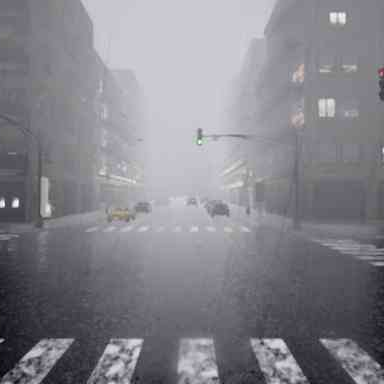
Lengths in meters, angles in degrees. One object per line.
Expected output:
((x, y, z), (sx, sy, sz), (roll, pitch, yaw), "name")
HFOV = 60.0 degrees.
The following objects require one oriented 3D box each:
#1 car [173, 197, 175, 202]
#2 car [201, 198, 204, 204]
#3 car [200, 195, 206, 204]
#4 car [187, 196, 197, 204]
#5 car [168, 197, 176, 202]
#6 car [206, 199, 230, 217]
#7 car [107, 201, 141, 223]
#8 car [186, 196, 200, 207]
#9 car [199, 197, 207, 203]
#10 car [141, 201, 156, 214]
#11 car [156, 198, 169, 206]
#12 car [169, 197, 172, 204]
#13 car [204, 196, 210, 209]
((-5.627, 1.952, 87.955), (1.752, 1.417, 4.829), (1, 0, 0), "car")
((2.729, 1.817, 49.443), (1.802, 1.307, 4.206), (1, 0, 0), "car")
((2.746, 1.659, 71.539), (2.192, 1.841, 5.009), (1, 0, 0), "car")
((0.044, 1.624, 69.113), (2.097, 1.767, 4.553), (0, 0, 0), "car")
((-5.624, 2.007, 93.649), (2.008, 1.369, 4.403), (1, 0, 0), "car")
((2.720, 1.700, 32.873), (1.887, 1.381, 4.507), (1, 0, 0), "car")
((-5.664, 1.654, 27.199), (1.752, 1.417, 4.829), (1, 0, 0), "car")
((0.040, 1.786, 58.719), (1.837, 1.490, 4.892), (0, 0, 0), "car")
((2.750, 1.965, 82.583), (1.947, 1.339, 4.313), (1, 0, 0), "car")
((-5.658, 1.727, 38.416), (1.887, 1.381, 4.507), (1, 0, 0), "car")
((-5.644, 1.814, 60.340), (1.752, 1.417, 4.829), (1, 0, 0), "car")
((-5.641, 1.868, 66.033), (2.008, 1.369, 4.403), (1, 0, 0), "car")
((2.724, 1.622, 38.397), (1.967, 1.590, 4.097), (1, 0, 0), "car")
